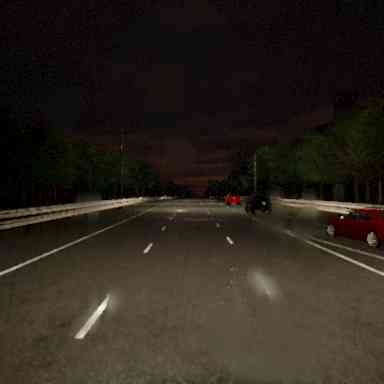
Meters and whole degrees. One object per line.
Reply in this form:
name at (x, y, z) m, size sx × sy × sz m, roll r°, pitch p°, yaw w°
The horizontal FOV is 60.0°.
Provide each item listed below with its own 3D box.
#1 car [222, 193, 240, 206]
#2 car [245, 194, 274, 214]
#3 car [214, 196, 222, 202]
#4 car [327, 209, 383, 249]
car at (7.046, 1.267, 57.745) m, size 2.150 × 2.045 × 5.566 m, roll 0°, pitch 0°, yaw 0°
car at (7.007, 1.232, 34.915) m, size 2.150 × 2.045 × 5.566 m, roll 0°, pitch 0°, yaw 0°
car at (7.158, 1.730, 82.367) m, size 1.837 × 1.490 × 4.892 m, roll 0°, pitch -1°, yaw 0°
car at (7.900, 1.494, 14.747) m, size 1.882 × 1.535 × 5.008 m, roll 0°, pitch 0°, yaw -7°
